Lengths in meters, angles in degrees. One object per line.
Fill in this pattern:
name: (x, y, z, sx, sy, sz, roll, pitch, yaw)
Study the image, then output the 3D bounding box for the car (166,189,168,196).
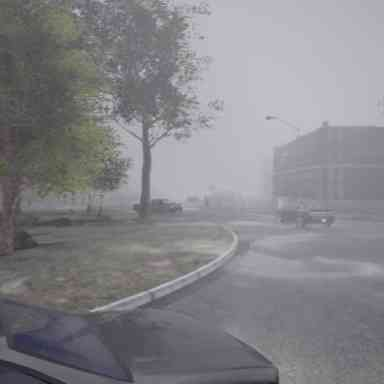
car: (-10.137, 0.318, 95.024, 4.553, 1.767, 2.185, 0, 1, 8)

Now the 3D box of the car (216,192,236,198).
car: (8.360, 0.688, 82.075, 4.892, 1.521, 2.231, 0, 1, 9)

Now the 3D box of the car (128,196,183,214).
car: (-3.404, 1.362, 32.161, 5.357, 1.411, 2.033, 0, 0, 38)

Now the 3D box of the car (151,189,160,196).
car: (-11.760, 0.386, 84.114, 5.566, 2.045, 2.435, 0, 1, 8)

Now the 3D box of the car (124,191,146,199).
car: (-12.922, 0.655, 75.923, 4.553, 1.767, 2.185, 0, 1, 8)

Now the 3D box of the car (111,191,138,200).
car: (-14.142, 0.778, 67.739, 4.553, 1.767, 2.185, 0, 1, 8)

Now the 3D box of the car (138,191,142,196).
car: (-13.771, 0.866, 70.478, 5.008, 1.535, 2.097, 0, 1, 8)

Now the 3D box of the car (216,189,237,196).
car: (6.324, 0.801, 68.322, 4.553, 1.767, 2.185, 0, 1, 9)

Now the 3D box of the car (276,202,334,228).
car: (6.960, 1.378, 21.068, 2.128, 1.511, 4.902, 0, 0, -10)

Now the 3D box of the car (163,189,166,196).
car: (-10.518, 0.491, 92.296, 5.008, 1.535, 2.097, 0, 1, 8)

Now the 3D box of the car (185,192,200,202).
car: (0.383, 1.157, 59.187, 1.895, 1.301, 4.718, 0, 1, 7)

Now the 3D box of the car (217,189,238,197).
car: (9.580, 0.282, 90.444, 5.566, 2.045, 2.435, 0, 1, 9)

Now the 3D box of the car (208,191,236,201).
car: (5.458, 1.025, 62.958, 4.792, 1.488, 2.163, 0, 1, 9)

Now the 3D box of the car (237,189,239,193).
car: (8.794, 0.385, 84.814, 5.566, 2.045, 2.435, 0, 1, 8)

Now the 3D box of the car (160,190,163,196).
car: (-11.143, 0.586, 86.814, 5.366, 1.575, 1.946, 0, 1, 8)

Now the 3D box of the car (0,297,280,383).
car: (-1.799, 1.530, 2.154, 5.357, 1.411, 2.033, 0, 0, -33)

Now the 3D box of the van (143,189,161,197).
van: (-10.804, 0.314, 89.547, 4.442, 1.987, 1.878, 0, 1, 8)

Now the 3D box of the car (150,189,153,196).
car: (-12.552, 0.737, 78.662, 4.892, 1.521, 2.231, 0, 1, 8)

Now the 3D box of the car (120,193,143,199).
car: (-13.357, 0.863, 73.203, 4.674, 1.452, 2.002, 0, 1, 8)
